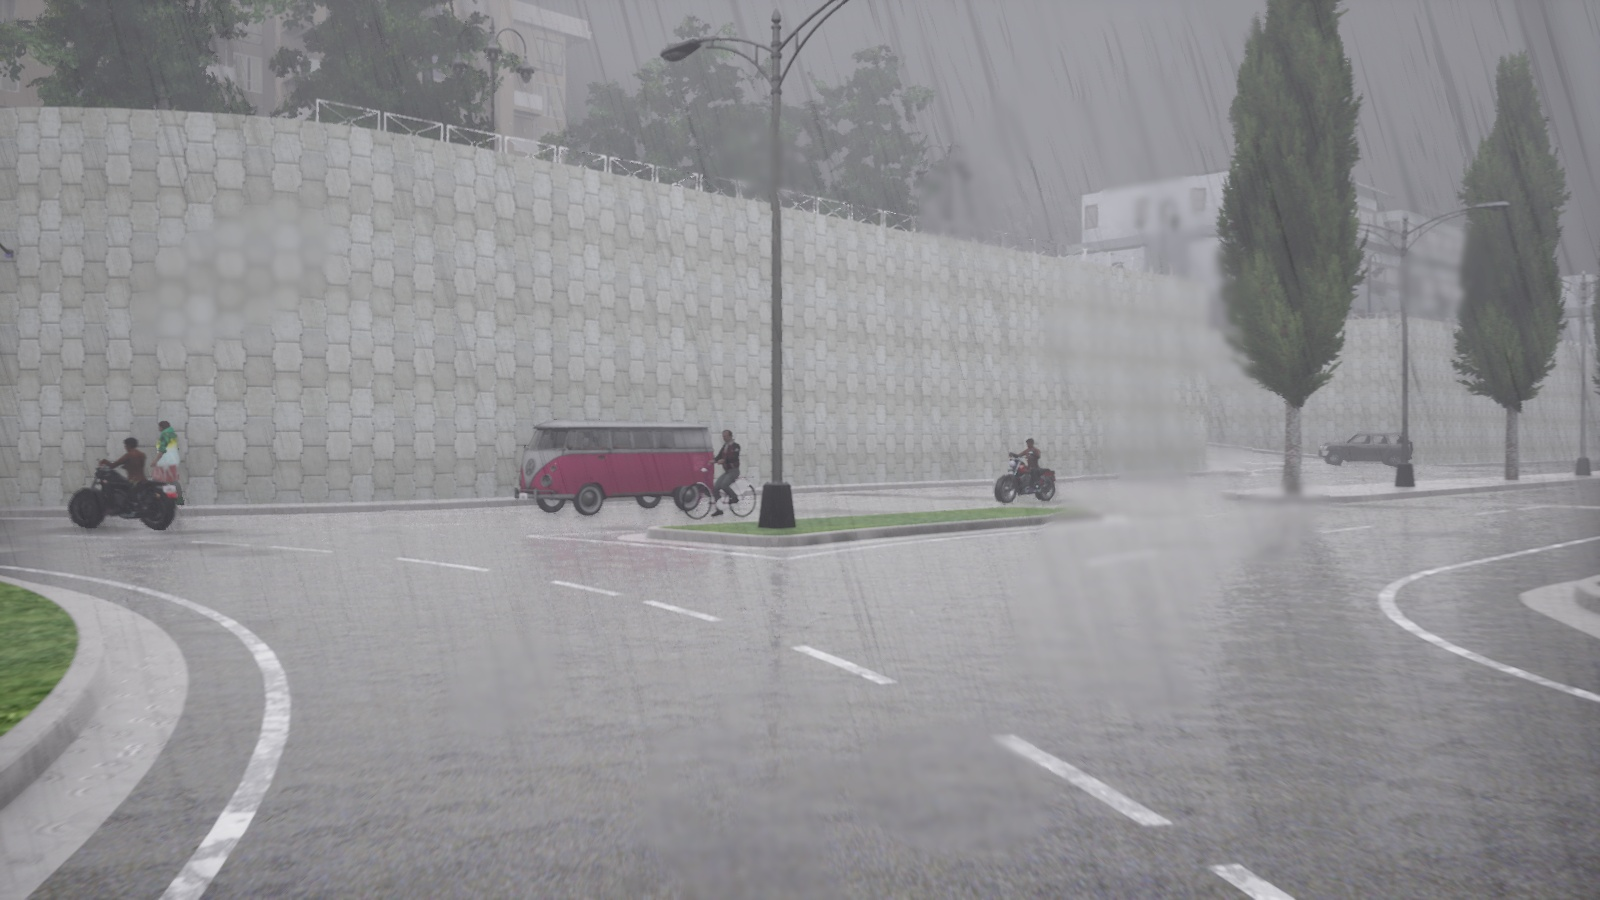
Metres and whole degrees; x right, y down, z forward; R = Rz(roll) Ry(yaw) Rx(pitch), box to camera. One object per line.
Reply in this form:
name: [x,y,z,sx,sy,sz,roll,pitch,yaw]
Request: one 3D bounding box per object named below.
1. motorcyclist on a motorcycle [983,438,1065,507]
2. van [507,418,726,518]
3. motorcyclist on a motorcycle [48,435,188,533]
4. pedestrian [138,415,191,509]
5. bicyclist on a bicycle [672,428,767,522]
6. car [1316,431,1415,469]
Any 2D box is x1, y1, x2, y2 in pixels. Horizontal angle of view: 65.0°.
motorcyclist on a motorcycle: [5.582,0.522,31.182,2.350,1.649,0.766,-1,1,-43]
van: [-3.900,0.342,27.150,4.442,1.987,1.775,-1,1,-42]
motorcyclist on a motorcycle: [-11.863,0.571,21.841,2.350,1.649,0.766,0,1,21]
pedestrian: [-13.466,0.248,26.641,0.873,1.952,0.659,0,0,-14]
bicyclist on a bicycle: [-1.555,0.478,24.561,1.843,1.776,0.659,0,0,-42]
car: [29.896,-0.005,66.537,4.605,1.855,1.932,1,2,19]
